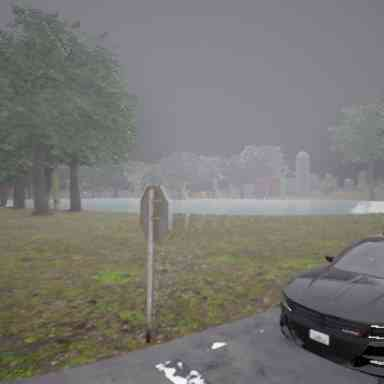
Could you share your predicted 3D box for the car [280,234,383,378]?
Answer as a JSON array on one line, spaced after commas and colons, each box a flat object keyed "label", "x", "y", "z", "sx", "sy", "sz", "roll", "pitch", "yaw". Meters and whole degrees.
[{"label": "car", "x": 3.535, "y": 1.480, "z": 5.528, "sx": 5.008, "sy": 1.535, "sz": 1.882, "roll": 0, "pitch": 0, "yaw": -37}]
